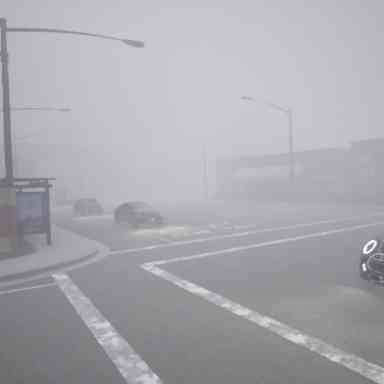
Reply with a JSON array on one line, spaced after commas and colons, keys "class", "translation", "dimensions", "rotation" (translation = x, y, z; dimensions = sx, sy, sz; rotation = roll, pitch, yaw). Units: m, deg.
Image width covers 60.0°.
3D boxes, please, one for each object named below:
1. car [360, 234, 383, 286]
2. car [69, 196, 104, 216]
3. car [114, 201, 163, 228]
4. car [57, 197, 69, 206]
[{"class": "car", "translation": [6.059, 1.191, 8.026], "dimensions": [4.553, 1.767, 2.097], "rotation": [-3, 2, -35]}, {"class": "car", "translation": [-9.701, 1.318, 30.923], "dimensions": [1.837, 1.490, 4.892], "rotation": [-2, 2, -32]}, {"class": "car", "translation": [-3.575, 1.354, 21.408], "dimensions": [1.812, 1.442, 4.674], "rotation": [-2, 1, -33]}, {"class": "car", "translation": [-18.227, 1.314, 48.207], "dimensions": [1.895, 1.301, 4.718], "rotation": [-2, 1, -12]}]
